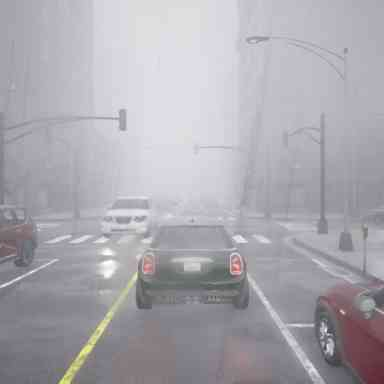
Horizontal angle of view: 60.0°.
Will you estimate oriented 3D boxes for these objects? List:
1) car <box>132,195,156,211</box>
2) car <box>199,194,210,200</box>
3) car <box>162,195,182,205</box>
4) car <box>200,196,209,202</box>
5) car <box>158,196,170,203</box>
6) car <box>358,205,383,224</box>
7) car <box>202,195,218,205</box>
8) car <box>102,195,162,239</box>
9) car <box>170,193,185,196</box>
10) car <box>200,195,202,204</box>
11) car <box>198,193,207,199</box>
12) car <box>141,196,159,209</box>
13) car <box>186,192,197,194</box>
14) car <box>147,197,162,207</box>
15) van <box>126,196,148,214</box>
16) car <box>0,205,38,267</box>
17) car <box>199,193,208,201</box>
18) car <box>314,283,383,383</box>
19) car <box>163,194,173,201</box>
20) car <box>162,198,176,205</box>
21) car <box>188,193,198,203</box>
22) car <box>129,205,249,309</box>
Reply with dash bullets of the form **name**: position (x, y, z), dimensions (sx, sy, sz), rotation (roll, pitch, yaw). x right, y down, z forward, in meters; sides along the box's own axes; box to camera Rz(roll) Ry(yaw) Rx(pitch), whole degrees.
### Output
- **car**: position (-5.828, 1.310, 41.142), dimensions (2.192, 1.841, 5.009), rotation (0, 0, 0)
- **car**: position (2.711, 1.557, 57.944), dimensions (1.947, 1.339, 4.313), rotation (0, 0, 0)
- **car**: position (-3.058, 1.539, 51.567), dimensions (2.033, 1.411, 5.357), rotation (0, 0, 0)
- **car**: position (2.723, 1.569, 74.727), dimensions (1.802, 1.307, 4.206), rotation (0, 0, 0)
- **car**: position (-5.807, 1.539, 69.121), dimensions (2.008, 1.369, 4.403), rotation (0, 0, 0)
- **car**: position (14.394, 1.515, 23.707), dimensions (4.674, 1.442, 1.812), rotation (0, 0, 1)
- **car**: position (2.702, 1.519, 46.925), dimensions (1.752, 1.417, 4.829), rotation (0, 0, 0)
- **car**: position (-3.088, 1.219, 17.619), dimensions (2.150, 2.045, 5.566), rotation (0, 0, 0)
- **car**: position (-2.960, 1.463, 67.390), dimensions (1.882, 1.535, 5.008), rotation (0, 0, 0)
- **car**: position (2.707, 1.543, 52.349), dimensions (2.008, 1.369, 4.403), rotation (0, 0, 0)
- **car**: position (2.715, 1.304, 63.538), dimensions (2.192, 1.841, 5.009), rotation (0, 0, 0)
- **car**: position (-5.824, 1.433, 46.738), dimensions (1.967, 1.590, 4.097), rotation (0, 0, 0)
- **car**: position (0.057, 1.361, 76.540), dimensions (1.812, 1.442, 4.674), rotation (0, 0, 0)
- **car**: position (-5.820, 1.537, 52.334), dimensions (1.887, 1.381, 4.507), rotation (0, 0, 0)
- **van**: position (-5.832, 1.337, 35.546), dimensions (1.690, 1.788, 3.998), rotation (0, 0, 0)
- **car**: position (-5.853, 1.314, 8.598), dimensions (2.192, 1.841, 5.009), rotation (0, 0, 0)
- **car**: position (3.065, 1.209, 86.549), dimensions (2.150, 2.045, 5.566), rotation (0, 0, 0)
- **car**: position (2.669, 1.440, 3.094), dimensions (1.967, 1.590, 4.097), rotation (0, 0, 0)
- **car**: position (-5.798, 1.301, 80.312), dimensions (2.192, 1.841, 5.009), rotation (0, 0, 0)
- **car**: position (-3.073, 1.596, 36.330), dimensions (1.895, 1.301, 4.718), rotation (0, 0, 0)
- **car**: position (0.104, 1.514, 66.573), dimensions (1.812, 1.442, 4.674), rotation (0, 0, 0)
- **car**: position (0.015, 1.352, 8.020), dimensions (2.097, 1.767, 4.553), rotation (0, 0, 0)
